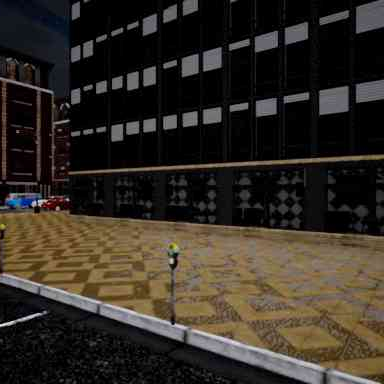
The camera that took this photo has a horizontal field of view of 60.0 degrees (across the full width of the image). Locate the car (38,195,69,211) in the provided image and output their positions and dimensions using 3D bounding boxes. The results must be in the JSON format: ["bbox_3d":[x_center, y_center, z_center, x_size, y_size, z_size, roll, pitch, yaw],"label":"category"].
[{"bbox_3d":[-13.512,1.267,35.105,1.887,1.381,4.507,1,1,35],"label":"car"}]

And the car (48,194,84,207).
[{"bbox_3d":[-16.752,1.077,44.230,1.967,1.590,4.097,1,1,35],"label":"car"}]

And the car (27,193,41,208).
[{"bbox_3d":[-16.780,1.212,39.904,1.812,1.442,4.674,0,1,35],"label":"car"}]

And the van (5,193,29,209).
[{"bbox_3d":[-19.988,1.048,39.590,1.690,1.788,3.998,1,1,35],"label":"van"}]
